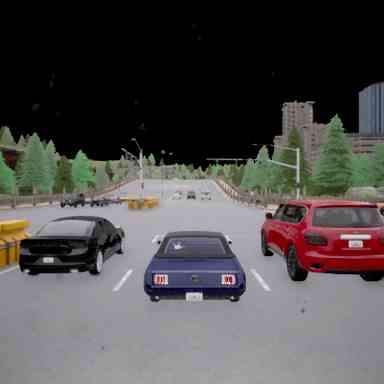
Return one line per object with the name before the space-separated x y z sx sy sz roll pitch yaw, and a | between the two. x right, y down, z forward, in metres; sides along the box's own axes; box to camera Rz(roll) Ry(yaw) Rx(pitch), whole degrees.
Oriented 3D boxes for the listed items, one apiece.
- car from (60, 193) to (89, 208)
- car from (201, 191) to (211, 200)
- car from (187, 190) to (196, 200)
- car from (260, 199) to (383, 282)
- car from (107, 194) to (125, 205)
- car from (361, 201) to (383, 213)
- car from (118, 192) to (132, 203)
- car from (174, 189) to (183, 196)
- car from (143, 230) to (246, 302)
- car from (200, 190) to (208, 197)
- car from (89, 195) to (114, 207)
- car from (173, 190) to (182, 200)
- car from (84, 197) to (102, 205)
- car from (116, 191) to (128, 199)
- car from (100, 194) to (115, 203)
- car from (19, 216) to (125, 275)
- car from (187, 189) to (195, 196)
car | -17.627 1.221 49.469 2.150 2.045 5.566 0 0 0
car | 3.357 0.794 79.828 2.150 2.045 5.566 0 3 0
car | -0.151 0.834 81.190 2.097 1.767 4.553 0 4 0
car | 3.568 1.221 9.898 2.150 2.045 5.566 0 0 0
car | -14.106 1.525 60.640 1.812 1.442 4.674 0 0 0
car | 21.117 1.601 35.888 4.718 1.301 1.895 0 0 0
car | -14.089 1.401 70.826 1.882 1.535 5.008 0 1 0
car | -3.713 0.163 91.359 2.128 1.511 4.902 0 7 0
car | 0.064 1.601 8.219 1.895 1.301 4.718 0 0 0
car | 3.294 0.347 90.287 1.895 1.301 4.718 0 7 0
car | -14.121 1.547 51.236 2.033 1.411 5.357 0 0 0
car | -3.651 1.004 81.138 1.812 1.442 4.674 0 4 0
car | -17.607 1.600 59.376 1.895 1.301 4.718 0 0 0
car | -17.669 0.724 84.032 2.128 1.511 4.902 0 3 0
car | -17.581 1.312 69.517 2.097 1.767 4.553 0 1 0
car | -3.427 1.478 10.442 1.882 1.535 5.008 0 0 0
car | -0.213 0.163 91.380 2.128 1.511 4.902 0 7 0
